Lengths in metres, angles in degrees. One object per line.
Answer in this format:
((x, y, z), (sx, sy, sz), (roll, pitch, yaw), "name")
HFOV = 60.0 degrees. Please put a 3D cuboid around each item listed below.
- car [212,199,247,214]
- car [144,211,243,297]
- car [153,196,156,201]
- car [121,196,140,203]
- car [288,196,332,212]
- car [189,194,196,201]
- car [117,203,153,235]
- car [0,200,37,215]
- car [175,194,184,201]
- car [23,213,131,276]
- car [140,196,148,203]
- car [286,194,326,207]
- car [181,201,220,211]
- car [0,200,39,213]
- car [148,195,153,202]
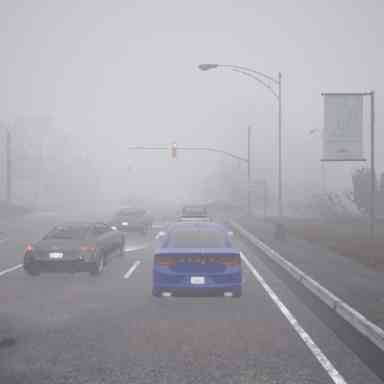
((3.406, 1.525, 35.219), (4.674, 1.442, 1.812), (0, 0, 3), "car")
((0.112, 1.478, 8.611), (1.882, 1.535, 5.008), (0, 0, 0), "car")
((-10.374, 1.549, 84.418), (1.994, 1.385, 4.181), (0, 0, 0), "car")
((-10.503, 1.491, 55.436), (2.128, 1.511, 4.902), (0, 0, 0), "car")
((14.071, 1.478, 38.306), (5.008, 1.535, 1.882), (0, 0, 3), "car")
((0.127, 1.533, 85.577), (2.033, 1.411, 5.357), (0, 0, 0), "car")
((-3.373, 1.564, 18.768), (1.994, 1.385, 4.181), (0, 0, 0), "car")
((-18.064, 1.525, 32.960), (4.674, 1.442, 1.812), (0, 0, 3), "car")
((-3.372, 1.349, 85.969), (2.097, 1.767, 4.553), (0, 0, 0), "car")
((-3.395, 1.564, 10.385), (1.994, 1.385, 4.181), (0, 0, 1), "car")
((-10.429, 1.564, 64.788), (1.994, 1.385, 4.181), (0, 0, 2), "car")
((14.784, 1.221, 41.791), (5.566, 2.045, 2.150), (0, 0, 2), "car")
((0.127, 1.491, 18.110), (2.128, 1.511, 4.902), (0, 0, 0), "car")
((-19.364, 1.564, 36.539), (4.181, 1.385, 1.994), (0, 0, 3), "car")
((-10.389, 1.524, 74.392), (1.812, 1.442, 4.674), (0, 0, 0), "car")
